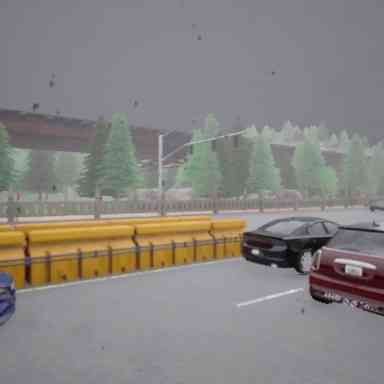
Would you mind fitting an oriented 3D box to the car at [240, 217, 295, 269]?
[{"bbox_3d":[3.810,1.537,10.771,5.008,1.535,1.882,0,0,-35],"label":"car"}]

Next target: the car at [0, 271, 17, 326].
[{"bbox_3d":[-5.004,1.515,4.485,4.674,1.442,1.812,0,0,-35],"label":"car"}]

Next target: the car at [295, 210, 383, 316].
[{"bbox_3d":[4.550,1.400,7.012,4.553,1.767,2.097,1,0,-35],"label":"car"}]

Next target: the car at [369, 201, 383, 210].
[{"bbox_3d":[25.246,1.839,43.429,5.357,1.411,2.033,0,0,-35],"label":"car"}]
